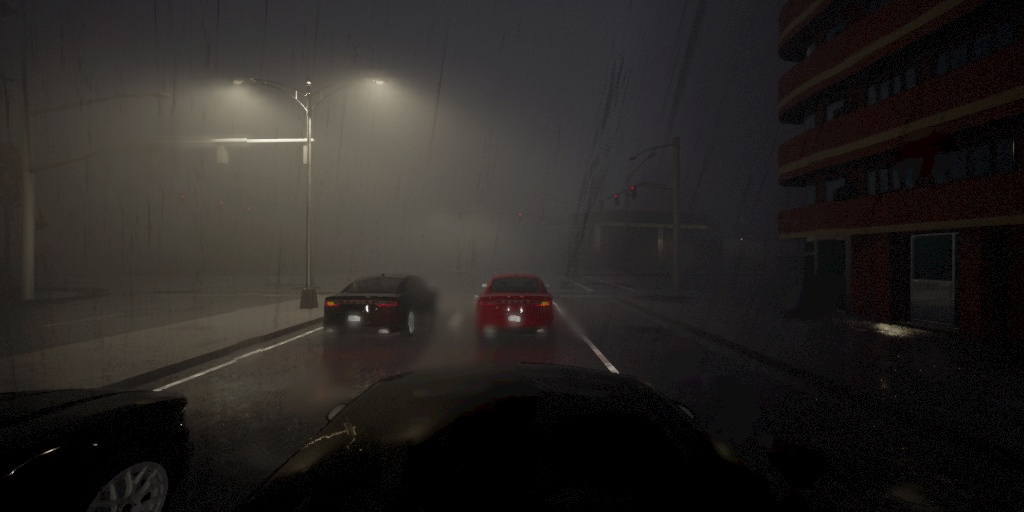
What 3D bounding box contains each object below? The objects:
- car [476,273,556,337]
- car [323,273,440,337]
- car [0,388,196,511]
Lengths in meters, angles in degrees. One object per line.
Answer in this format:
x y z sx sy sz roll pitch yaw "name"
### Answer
0.108 1.228 10.305 1.882 1.535 5.008 0 0 1 "car"
-3.397 1.228 10.290 1.882 1.535 5.008 0 0 0 "car"
-3.408 1.228 0.716 1.882 1.535 5.008 0 0 0 "car"
